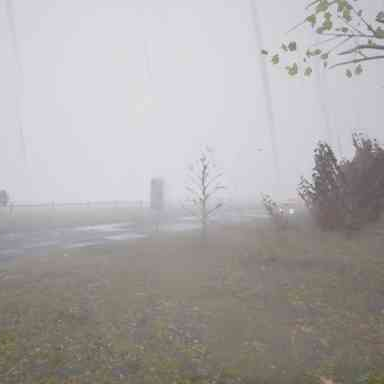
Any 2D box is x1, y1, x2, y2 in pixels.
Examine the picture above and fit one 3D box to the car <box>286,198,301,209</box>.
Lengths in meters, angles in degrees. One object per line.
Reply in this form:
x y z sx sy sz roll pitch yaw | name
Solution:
14.820 1.604 49.337 1.882 1.535 5.008 0 0 35 | car
